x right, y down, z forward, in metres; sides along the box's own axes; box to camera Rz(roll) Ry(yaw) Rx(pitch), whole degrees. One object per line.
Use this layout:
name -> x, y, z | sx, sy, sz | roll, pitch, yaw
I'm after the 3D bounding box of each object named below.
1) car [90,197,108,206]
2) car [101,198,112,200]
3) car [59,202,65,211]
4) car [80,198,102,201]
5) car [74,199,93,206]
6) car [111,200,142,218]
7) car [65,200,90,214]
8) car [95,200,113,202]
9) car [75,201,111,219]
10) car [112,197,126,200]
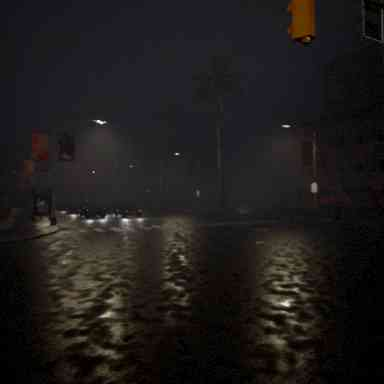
car -> -20.342, 2.071, 72.739 | 2.097, 1.767, 4.553 | 0, -1, -40
car -> -17.179, 2.182, 62.130 | 2.128, 1.511, 4.902 | 0, -1, -32
car -> -19.352, 2.164, 51.271 | 1.994, 1.385, 4.181 | 0, -1, -28
car -> -16.003, 2.097, 52.438 | 1.837, 1.490, 4.892 | 0, -1, -28
car -> -23.098, 2.256, 70.580 | 2.033, 1.411, 5.357 | 0, -1, -40
car -> -6.873, 1.903, 35.240 | 1.812, 1.442, 4.674 | 0, -1, -28
car -> -14.637, 2.054, 42.431 | 1.994, 1.385, 4.181 | 0, -1, -27
car -> -11.134, 2.078, 43.285 | 1.895, 1.301, 4.718 | 0, -1, -28
car -> -10.319, 1.935, 34.260 | 2.033, 1.411, 5.357 | 0, -1, -28
car -> -14.278, 1.914, 64.100 | 2.150, 2.045, 5.566 | 0, -1, -32
